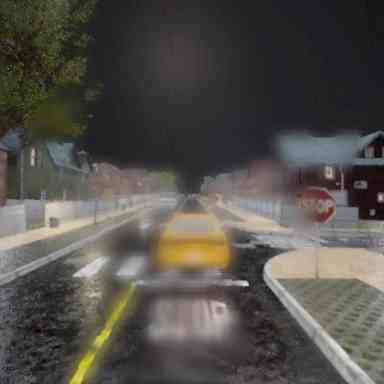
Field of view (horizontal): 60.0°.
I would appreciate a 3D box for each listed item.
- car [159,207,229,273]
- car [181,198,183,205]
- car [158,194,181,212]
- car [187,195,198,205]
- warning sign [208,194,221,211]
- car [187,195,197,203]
[{"bbox_3d":[0.074,1.480,10.755,1.882,1.535,5.008,0,0,0],"label":"car"},{"bbox_3d":[-2.748,1.598,62.764,1.837,1.490,4.892,0,-1,0],"label":"car"},{"bbox_3d":[-2.840,1.262,40.670,2.150,2.045,5.566,0,0,0],"label":"car"},{"bbox_3d":[0.063,1.586,59.775,1.837,1.490,4.892,0,-1,0],"label":"car"},{"bbox_3d":[2.496,1.150,36.528,1.300,1.860,1.060,-2,-2,0],"label":"warning sign"},{"bbox_3d":[0.010,1.469,69.711,2.128,1.511,4.902,0,0,0],"label":"car"}]
